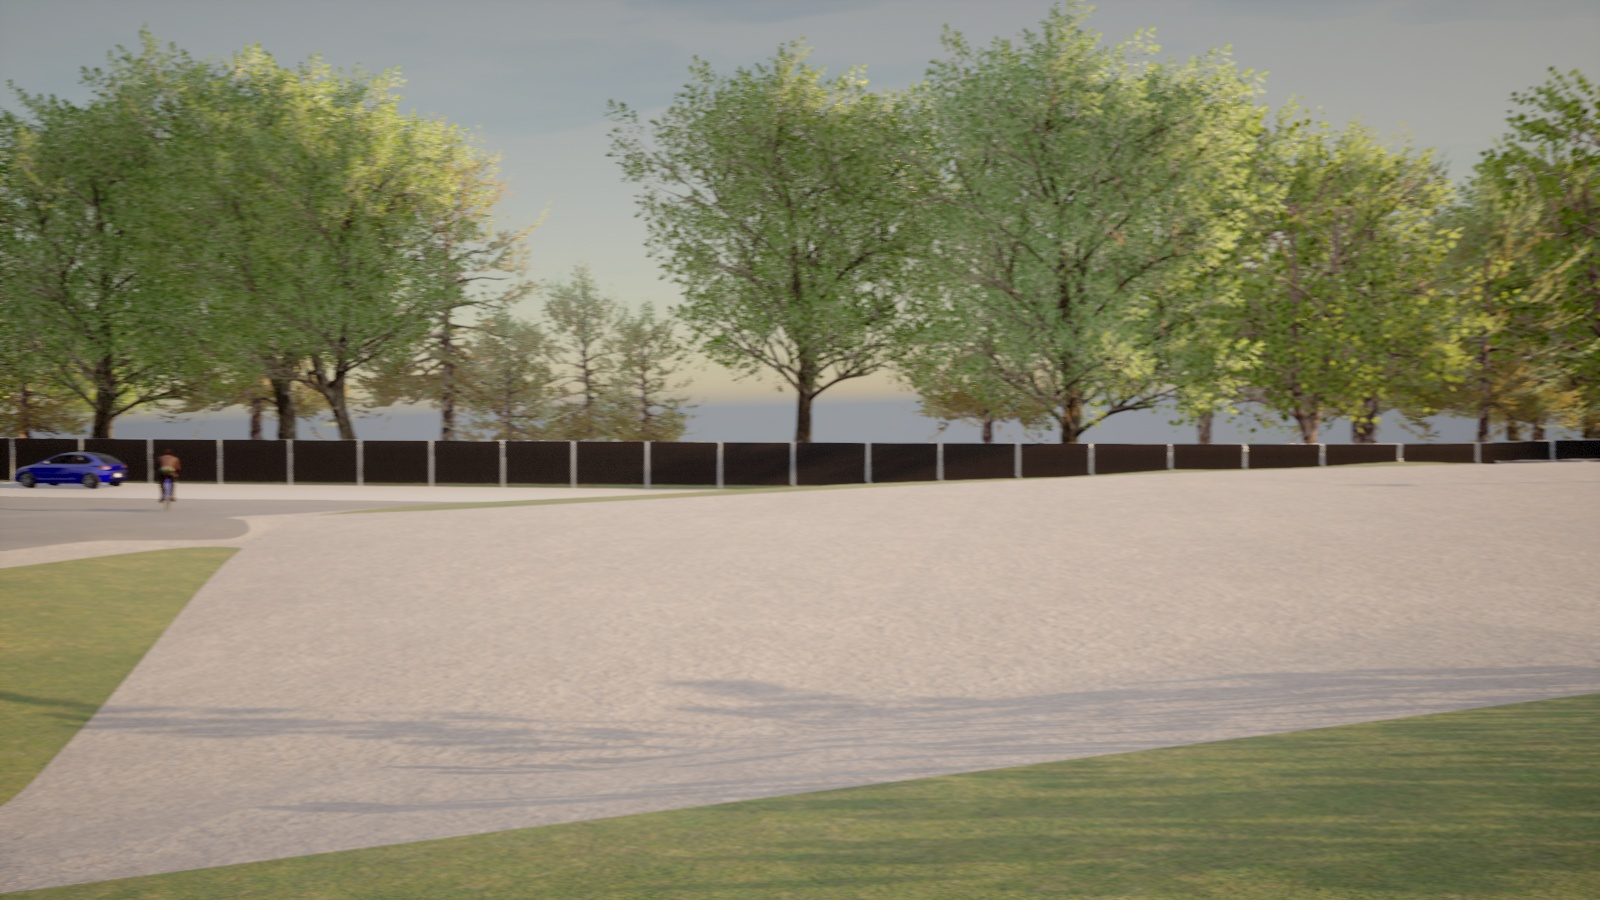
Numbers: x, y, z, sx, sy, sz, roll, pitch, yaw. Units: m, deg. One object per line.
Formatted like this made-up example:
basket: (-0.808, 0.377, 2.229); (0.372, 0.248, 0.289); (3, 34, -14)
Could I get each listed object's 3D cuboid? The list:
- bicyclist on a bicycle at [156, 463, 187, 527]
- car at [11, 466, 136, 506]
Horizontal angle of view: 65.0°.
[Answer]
bicyclist on a bicycle: (-16.548, 1.166, 33.092); (0.582, 1.620, 1.656); (-2, 0, -23)
car: (-30.135, 1.477, 52.158); (4.193, 1.474, 1.816); (-1, 2, 6)
